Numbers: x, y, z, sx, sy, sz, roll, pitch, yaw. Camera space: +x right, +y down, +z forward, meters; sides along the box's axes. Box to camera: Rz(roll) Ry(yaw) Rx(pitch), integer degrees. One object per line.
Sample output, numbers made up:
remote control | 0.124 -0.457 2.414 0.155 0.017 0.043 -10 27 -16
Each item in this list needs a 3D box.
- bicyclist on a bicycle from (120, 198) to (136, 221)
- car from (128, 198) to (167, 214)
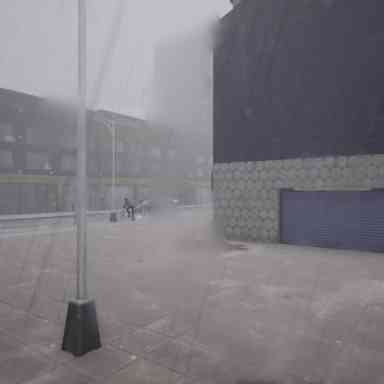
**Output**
bicyclist on a bicycle | -4.703 1.271 24.299 1.656 1.620 0.582 0 0 36
car | -4.572 1.444 34.528 1.837 1.490 4.892 0 0 36
